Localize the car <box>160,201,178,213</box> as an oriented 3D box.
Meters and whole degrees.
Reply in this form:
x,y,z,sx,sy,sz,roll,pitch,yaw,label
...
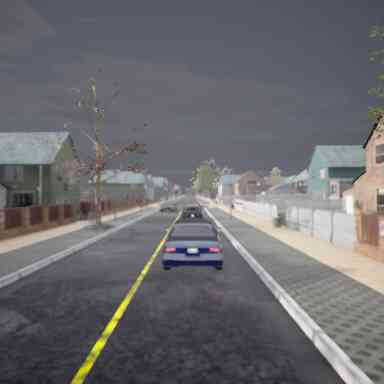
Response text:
x,y,z,sx,sy,sz,roll,pitch,yaw,label
-2.822,1.835,40.946,1.994,1.385,4.181,0,0,0,car

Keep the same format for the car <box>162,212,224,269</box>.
x,y,z,sx,sy,sz,roll,pitch,yaw,label
0.044,1.626,11.392,2.033,1.411,5.357,0,0,1,car

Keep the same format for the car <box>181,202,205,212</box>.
x,y,z,sx,sy,sz,roll,pitch,yaw,label
0.068,1.706,29.986,1.837,1.490,4.892,0,0,0,car
